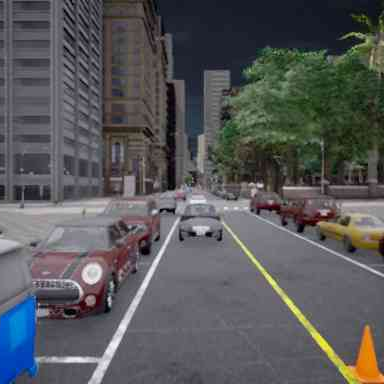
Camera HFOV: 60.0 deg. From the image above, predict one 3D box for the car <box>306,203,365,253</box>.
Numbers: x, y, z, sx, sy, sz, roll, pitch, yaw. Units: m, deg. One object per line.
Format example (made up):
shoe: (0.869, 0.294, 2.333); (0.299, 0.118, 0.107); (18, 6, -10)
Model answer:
car: (6.207, 1.369, 12.785); (1.752, 1.417, 4.829); (0, 1, 0)

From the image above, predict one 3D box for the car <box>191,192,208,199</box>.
car: (0.598, 1.058, 34.001); (1.812, 1.442, 4.674); (0, 1, 0)

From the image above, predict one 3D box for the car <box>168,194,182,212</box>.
car: (-2.199, 1.160, 29.154); (1.947, 1.339, 4.313); (0, 1, 0)

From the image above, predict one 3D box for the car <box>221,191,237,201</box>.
car: (6.519, 0.792, 55.630); (1.947, 1.339, 4.313); (0, 1, 0)

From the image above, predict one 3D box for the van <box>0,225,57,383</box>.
van: (-2.398, 1.310, 1.715); (1.690, 1.788, 3.998); (0, 1, 0)

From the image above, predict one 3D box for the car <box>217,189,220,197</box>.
car: (6.599, 0.501, 66.467); (1.967, 1.590, 4.097); (0, 1, 0)

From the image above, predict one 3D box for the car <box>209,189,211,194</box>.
car: (6.797, -0.053, 93.563); (2.192, 1.841, 5.009); (0, 1, 0)

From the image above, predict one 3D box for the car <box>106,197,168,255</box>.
car: (-2.318, 1.136, 12.689); (2.192, 1.841, 5.009); (0, 1, 0)

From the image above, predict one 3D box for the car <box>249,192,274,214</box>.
car: (6.327, 0.934, 29.071); (2.192, 1.841, 5.009); (0, 1, 0)

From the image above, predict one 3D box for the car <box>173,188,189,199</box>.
car: (-2.005, 0.517, 55.707); (2.192, 1.841, 5.009); (0, 1, 0)

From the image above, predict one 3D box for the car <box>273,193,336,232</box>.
car: (6.247, 1.087, 18.098); (2.192, 1.841, 5.009); (0, 1, 0)

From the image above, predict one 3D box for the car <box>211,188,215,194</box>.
car: (6.756, 0.286, 88.147); (1.947, 1.339, 4.313); (0, 1, 0)

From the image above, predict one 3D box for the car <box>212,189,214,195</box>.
car: (6.716, 0.351, 82.727); (1.887, 1.381, 4.507); (0, 1, 0)

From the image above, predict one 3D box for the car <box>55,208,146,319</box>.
car: (-2.358, 1.335, 7.203); (1.967, 1.590, 4.097); (0, 1, 0)

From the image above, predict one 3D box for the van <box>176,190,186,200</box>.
van: (-1.965, 0.461, 61.127); (1.690, 1.788, 3.998); (0, 1, 0)

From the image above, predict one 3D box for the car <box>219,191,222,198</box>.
car: (6.559, 0.726, 61.049); (1.802, 1.307, 4.206); (0, 1, 0)

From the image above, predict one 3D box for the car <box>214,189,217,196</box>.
car: (6.677, 0.474, 77.308); (1.802, 1.307, 4.206); (0, 1, 0)

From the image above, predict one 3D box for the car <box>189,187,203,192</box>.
car: (0.950, 0.152, 82.379); (2.097, 1.767, 4.553); (0, 1, 0)

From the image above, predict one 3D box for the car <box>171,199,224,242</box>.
car: (0.367, 1.283, 15.299); (2.128, 1.511, 4.902); (0, 1, 0)

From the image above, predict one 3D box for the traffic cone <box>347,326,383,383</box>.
traffic cone: (2.105, 1.906, 3.999); (0.340, 0.580, 0.340); (0, 1, 0)

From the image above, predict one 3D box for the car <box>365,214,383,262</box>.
car: (6.167, 1.234, 7.126); (2.192, 1.841, 5.009); (0, 1, 0)
